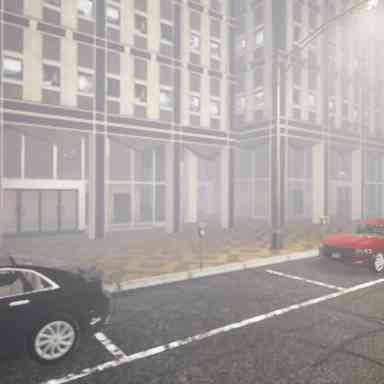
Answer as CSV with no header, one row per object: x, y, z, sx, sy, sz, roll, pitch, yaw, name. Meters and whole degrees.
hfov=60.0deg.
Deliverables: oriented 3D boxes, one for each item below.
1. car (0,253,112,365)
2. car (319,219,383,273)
-3.252,1.550,4.238,4.403,1.369,2.008,0,0,-35,car
5.946,1.580,10.798,4.507,1.381,1.887,0,0,-35,car
